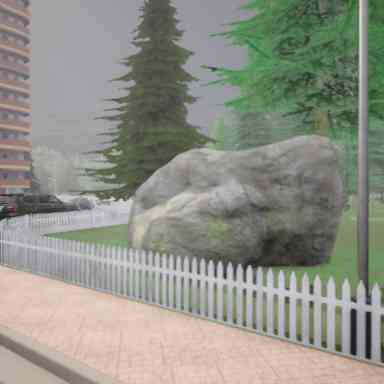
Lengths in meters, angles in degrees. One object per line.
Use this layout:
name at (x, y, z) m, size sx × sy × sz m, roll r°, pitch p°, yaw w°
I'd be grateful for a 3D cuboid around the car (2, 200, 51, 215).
car at (-16.718, 1.489, 33.881) m, size 1.895 × 1.301 × 4.718 m, roll 0°, pitch 0°, yaw 12°

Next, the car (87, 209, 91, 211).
car at (-12.649, 1.439, 36.743) m, size 2.033 × 1.411 × 5.357 m, roll 0°, pitch 0°, yaw 7°

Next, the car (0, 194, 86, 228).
car at (-10.034, 1.132, 21.967) m, size 2.150 × 2.045 × 5.566 m, roll 0°, pitch 0°, yaw 27°
